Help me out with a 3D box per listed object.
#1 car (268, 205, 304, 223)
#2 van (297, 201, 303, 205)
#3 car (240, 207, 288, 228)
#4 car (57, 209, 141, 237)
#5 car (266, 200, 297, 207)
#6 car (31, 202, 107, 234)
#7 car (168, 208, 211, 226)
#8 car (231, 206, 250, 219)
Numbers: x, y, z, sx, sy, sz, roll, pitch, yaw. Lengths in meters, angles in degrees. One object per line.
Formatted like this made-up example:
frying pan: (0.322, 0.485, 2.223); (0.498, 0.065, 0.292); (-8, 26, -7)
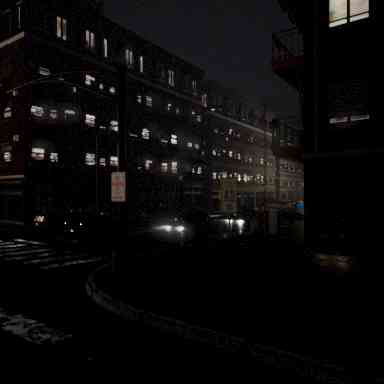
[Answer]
car: (8.995, 2.121, 30.807); (2.008, 1.369, 4.403); (-2, -2, 35)
van: (18.399, 2.464, 58.836); (1.690, 1.788, 3.998); (-1, -2, 35)
car: (5.739, 2.048, 26.146); (1.802, 1.307, 4.206); (-2, -2, 35)
car: (-5.390, 1.884, 20.286); (1.895, 1.301, 4.718); (0, -1, 36)
car: (11.739, 2.050, 44.680); (2.150, 2.045, 5.566); (0, -1, 35)
car: (-7.651, 1.604, 21.569); (2.192, 1.841, 5.009); (-1, -2, 35)
car: (-0.150, 2.013, 27.759); (1.994, 1.385, 4.181); (0, -1, 34)
car: (5.563, 2.196, 35.935); (1.994, 1.385, 4.181); (0, -1, 34)
